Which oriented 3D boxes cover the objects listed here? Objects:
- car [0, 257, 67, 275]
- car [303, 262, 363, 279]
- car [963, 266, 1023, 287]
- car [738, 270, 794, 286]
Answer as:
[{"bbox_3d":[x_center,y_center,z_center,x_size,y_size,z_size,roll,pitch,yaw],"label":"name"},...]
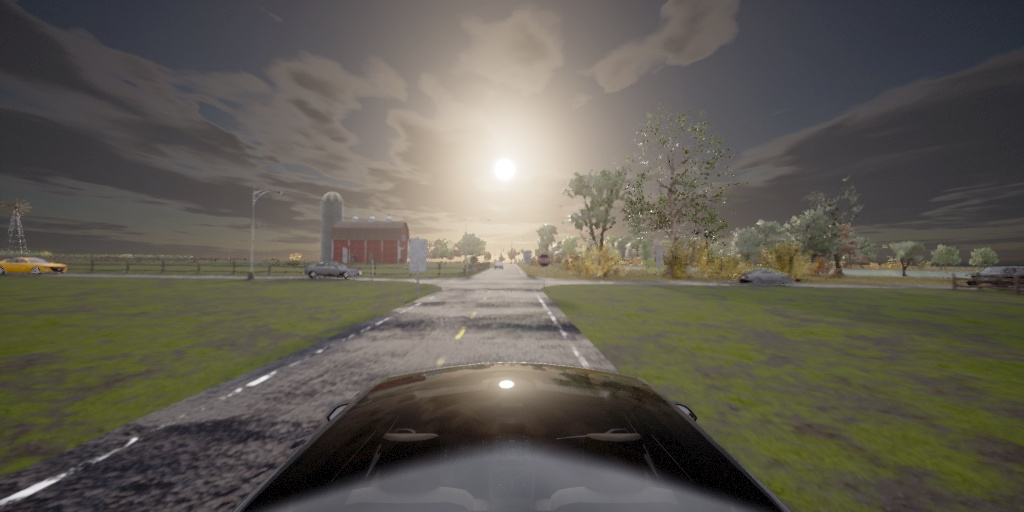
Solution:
[{"bbox_3d":[-42.939,0.895,32.022,5.008,1.535,1.882,1,-1,0],"label":"car"},{"bbox_3d":[-16.012,1.309,32.181,4.902,1.511,2.128,2,-1,0],"label":"car"},{"bbox_3d":[48.193,2.043,35.327,5.566,2.045,2.150,1,-1,0],"label":"car"},{"bbox_3d":[22.901,1.921,32.412,4.181,1.385,1.994,1,-1,0],"label":"car"}]
